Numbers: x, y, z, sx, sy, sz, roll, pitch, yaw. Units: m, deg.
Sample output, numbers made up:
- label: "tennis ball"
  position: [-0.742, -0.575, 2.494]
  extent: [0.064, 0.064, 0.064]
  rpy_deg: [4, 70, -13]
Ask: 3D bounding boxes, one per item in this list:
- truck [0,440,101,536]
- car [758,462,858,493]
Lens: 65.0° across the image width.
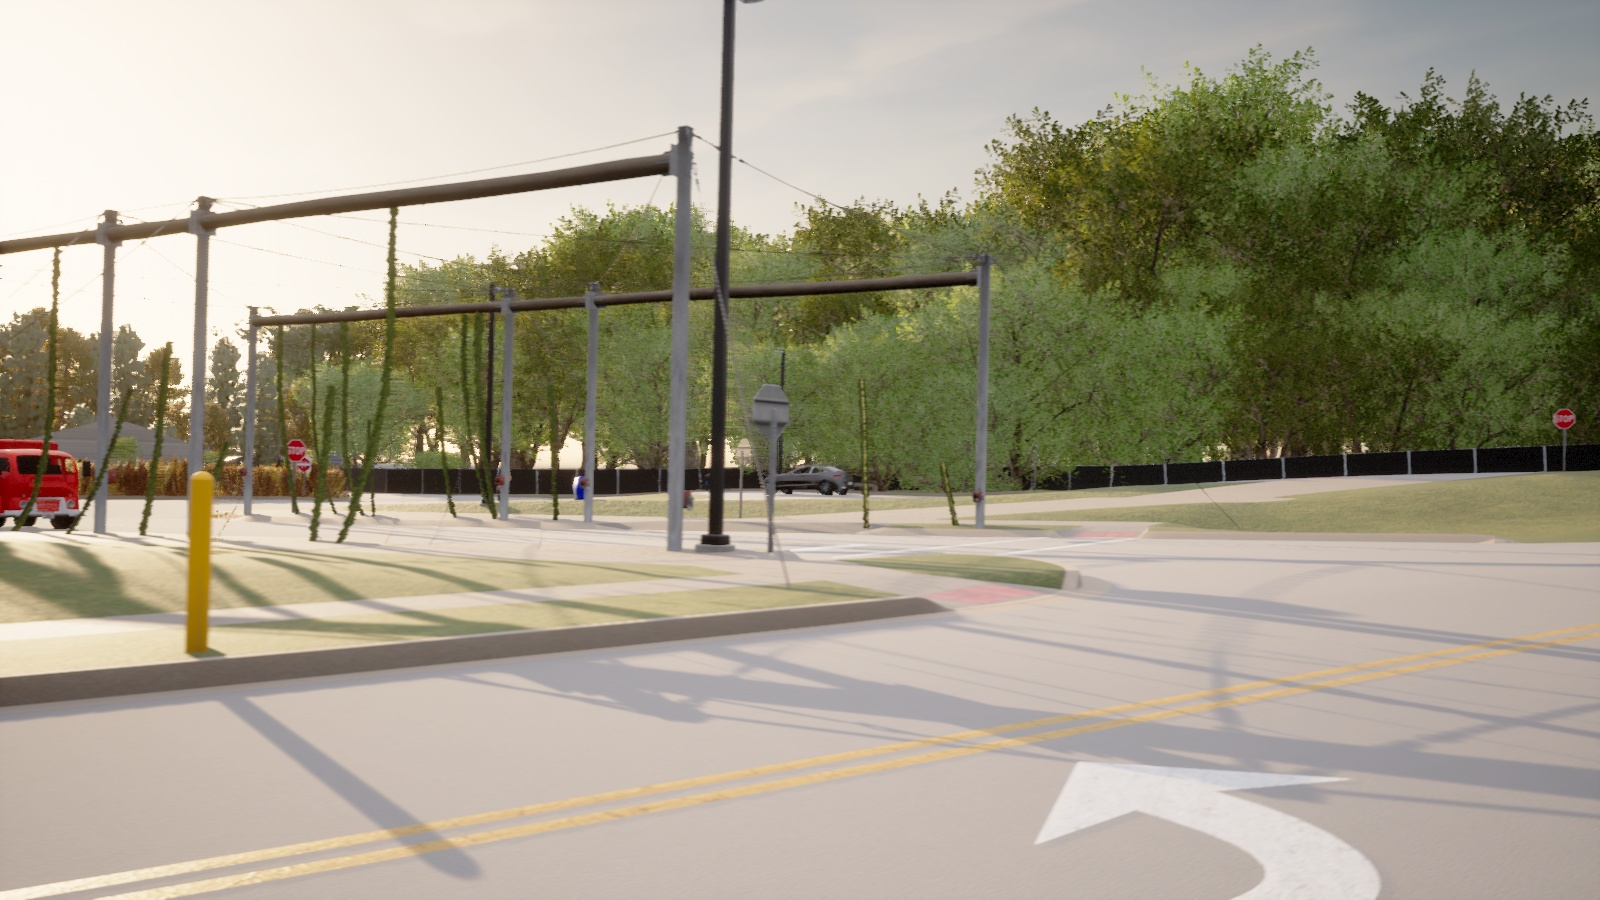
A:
- label: "truck"
  position: [-22.035, 1.049, 34.795]
  extent: [5.204, 2.467, 2.627]
  rpy_deg: [-1, -2, 35]
- label: "car"
  position: [0.428, 1.487, 68.232]
  extent: [5.027, 1.651, 2.152]
  rpy_deg: [-1, 0, 27]
